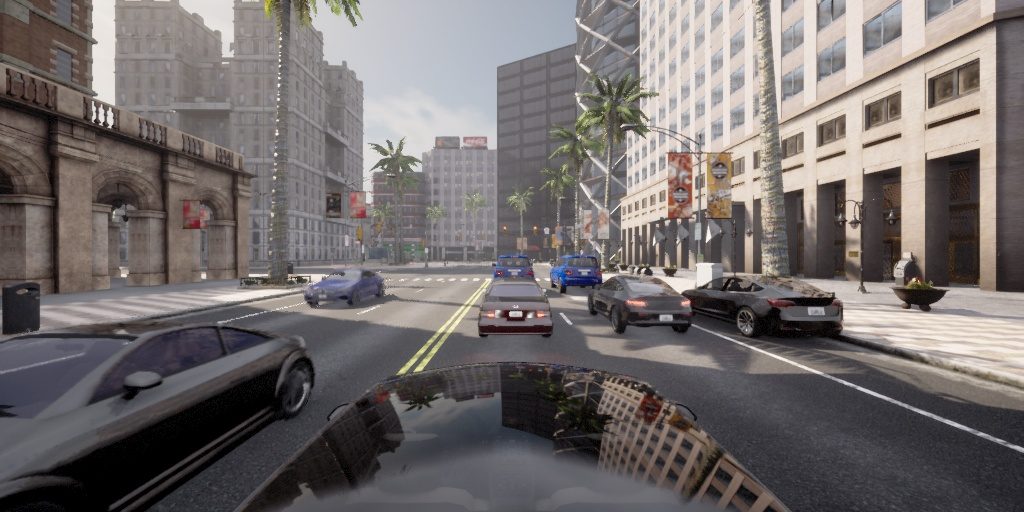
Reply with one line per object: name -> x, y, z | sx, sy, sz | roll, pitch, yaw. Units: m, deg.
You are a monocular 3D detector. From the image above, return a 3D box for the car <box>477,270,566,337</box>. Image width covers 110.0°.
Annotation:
car -> 0.070, 1.297, 10.248 | 2.033, 1.411, 5.357 | 0, 0, 0

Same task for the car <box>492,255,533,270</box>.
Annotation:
car -> 0.048, 0.971, 20.467 | 2.150, 2.045, 5.566 | 0, 0, -2

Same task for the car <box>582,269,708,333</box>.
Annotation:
car -> 3.564, 1.276, 10.637 | 1.812, 1.442, 4.674 | 0, 0, -1

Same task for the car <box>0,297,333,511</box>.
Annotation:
car -> -3.605, 1.314, 3.060 | 1.994, 1.385, 4.181 | 0, 0, 0

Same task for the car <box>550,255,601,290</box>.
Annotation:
car -> 3.547, 0.971, 20.601 | 2.150, 2.045, 5.566 | 0, 0, -2

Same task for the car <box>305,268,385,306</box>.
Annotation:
car -> -7.122, 1.275, 15.832 | 1.812, 1.442, 4.674 | 0, 0, 0
